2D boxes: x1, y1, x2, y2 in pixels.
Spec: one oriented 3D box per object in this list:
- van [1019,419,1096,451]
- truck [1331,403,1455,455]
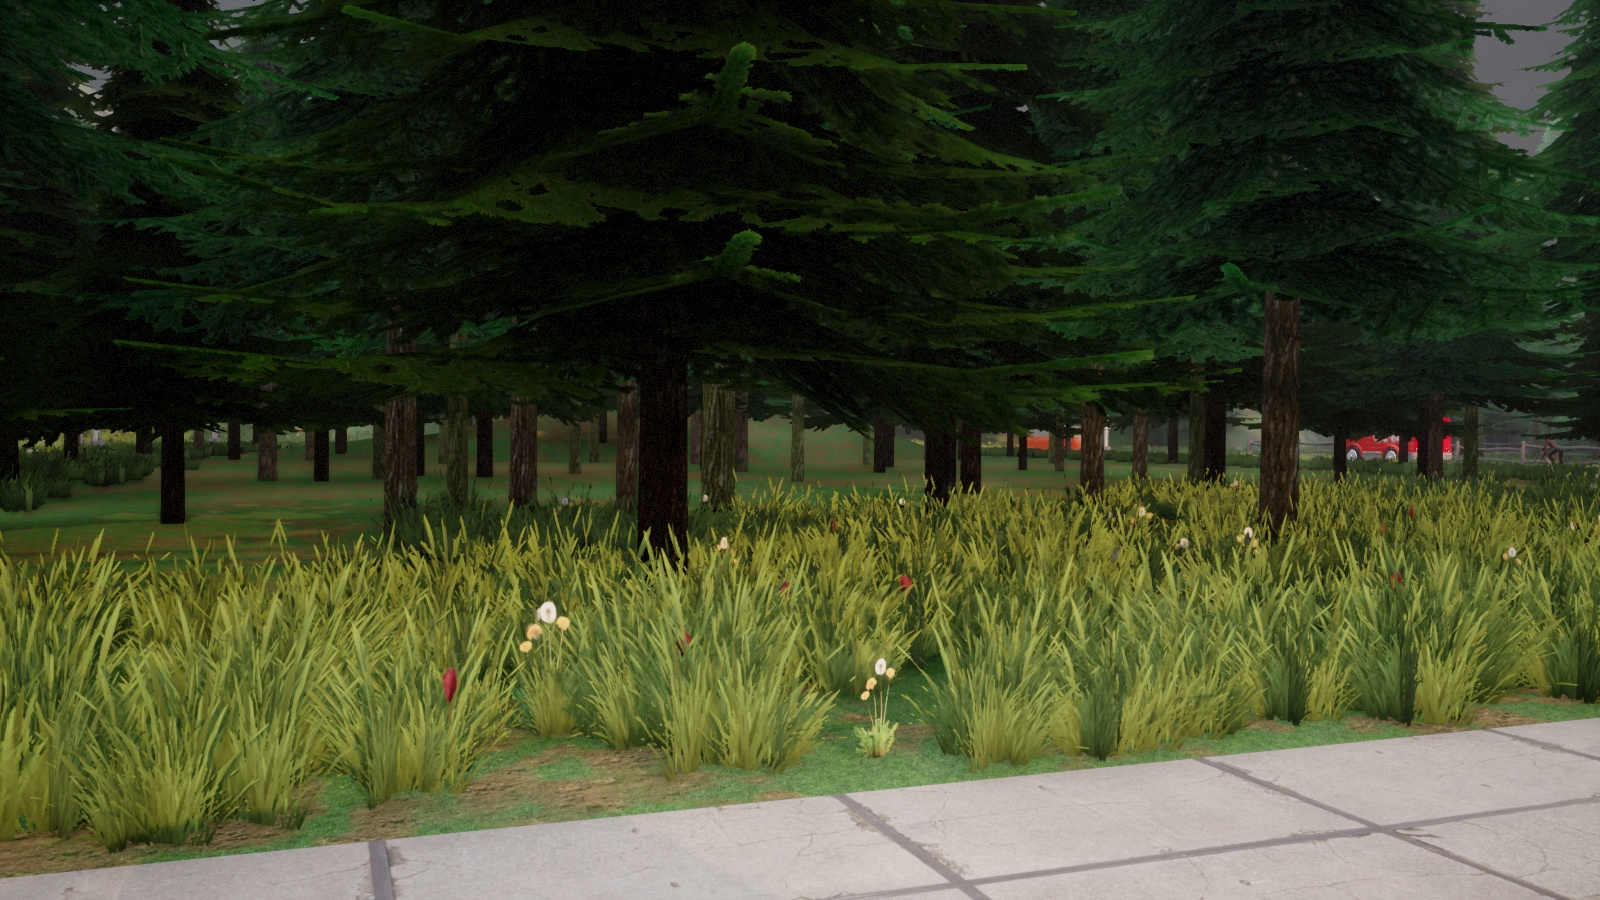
[{"bbox_3d":[16.136,-0.928,78.838,4.442,1.987,1.775,0,1,42],"label":"van"},{"bbox_3d":[29.091,-1.036,61.830,2.627,2.467,5.204,-1,1,-20],"label":"truck"}]
